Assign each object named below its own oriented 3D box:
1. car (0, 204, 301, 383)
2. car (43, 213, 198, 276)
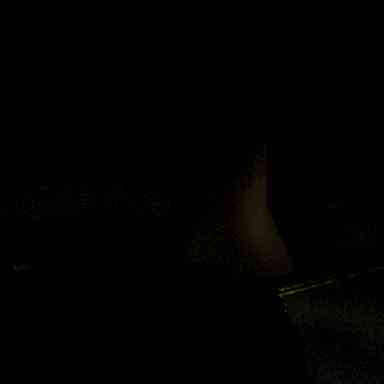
[{"bbox_3d":[-1.534,1.220,2.652,5.566,2.045,2.150,0,0,-36],"label":"car"},{"bbox_3d":[-2.225,1.536,11.005,4.674,1.442,1.812,0,0,-36],"label":"car"}]
